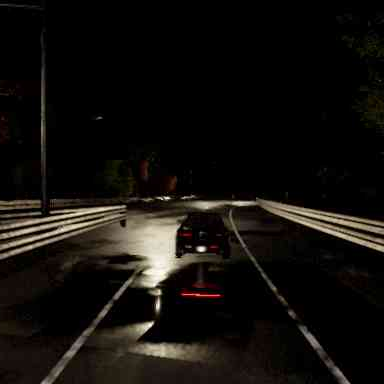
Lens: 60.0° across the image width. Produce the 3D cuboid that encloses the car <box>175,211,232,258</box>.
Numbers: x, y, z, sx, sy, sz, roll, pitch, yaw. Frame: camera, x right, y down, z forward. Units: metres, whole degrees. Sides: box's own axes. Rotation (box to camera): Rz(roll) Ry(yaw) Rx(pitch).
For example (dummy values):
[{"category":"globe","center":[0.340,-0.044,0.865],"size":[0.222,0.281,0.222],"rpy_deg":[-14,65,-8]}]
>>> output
[{"category":"car","center":[0.439,1.505,12.726],"size":[1.837,1.490,4.892],"rpy_deg":[0,0,4]}]
